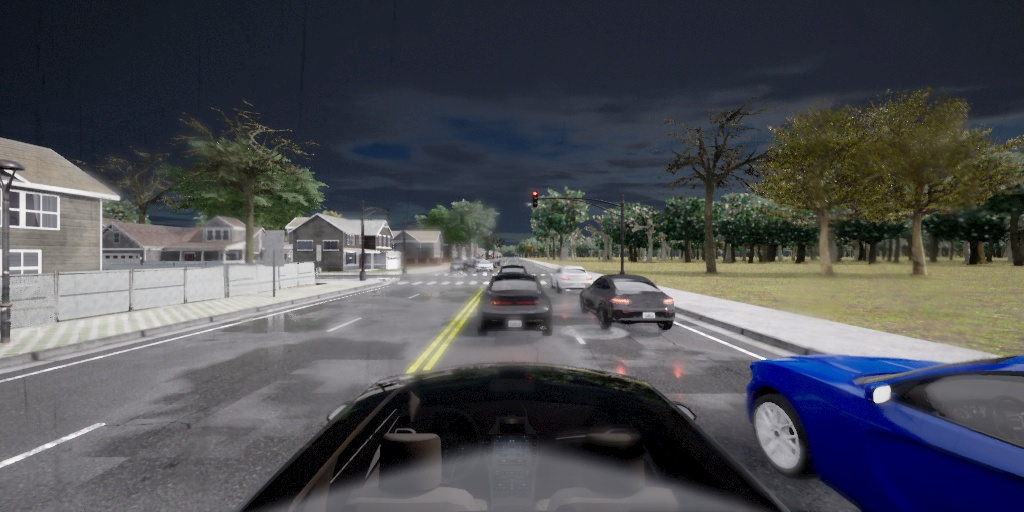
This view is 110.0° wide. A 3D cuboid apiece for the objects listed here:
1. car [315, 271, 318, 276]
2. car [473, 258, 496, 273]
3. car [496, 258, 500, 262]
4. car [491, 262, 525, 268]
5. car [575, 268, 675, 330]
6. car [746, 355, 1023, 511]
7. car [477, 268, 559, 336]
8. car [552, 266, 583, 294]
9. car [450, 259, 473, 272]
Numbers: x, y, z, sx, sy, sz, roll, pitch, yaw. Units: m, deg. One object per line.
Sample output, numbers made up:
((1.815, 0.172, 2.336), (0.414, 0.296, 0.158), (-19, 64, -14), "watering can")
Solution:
((-19.766, 1.328, 30.816), (5.357, 1.411, 2.033), (0, 0, 0), "car")
((-3.339, 1.267, 44.642), (1.812, 1.442, 4.674), (0, 0, 0), "car")
((-3.323, 1.232, 55.853), (1.837, 1.490, 4.892), (0, 1, 1), "car")
((0.060, 1.254, 19.786), (1.837, 1.490, 4.892), (0, 0, 0), "car")
((3.334, 1.275, 11.009), (1.812, 1.442, 4.674), (0, 0, 0), "car")
((3.350, 1.228, 1.694), (1.882, 1.535, 5.008), (0, 0, 0), "car")
((0.084, 1.255, 10.370), (1.837, 1.490, 4.892), (0, 0, 0), "car")
((3.313, 1.275, 20.114), (1.812, 1.442, 4.674), (0, 0, 0), "car")
((-6.587, 1.232, 45.091), (2.128, 1.511, 4.902), (0, 0, 0), "car")
